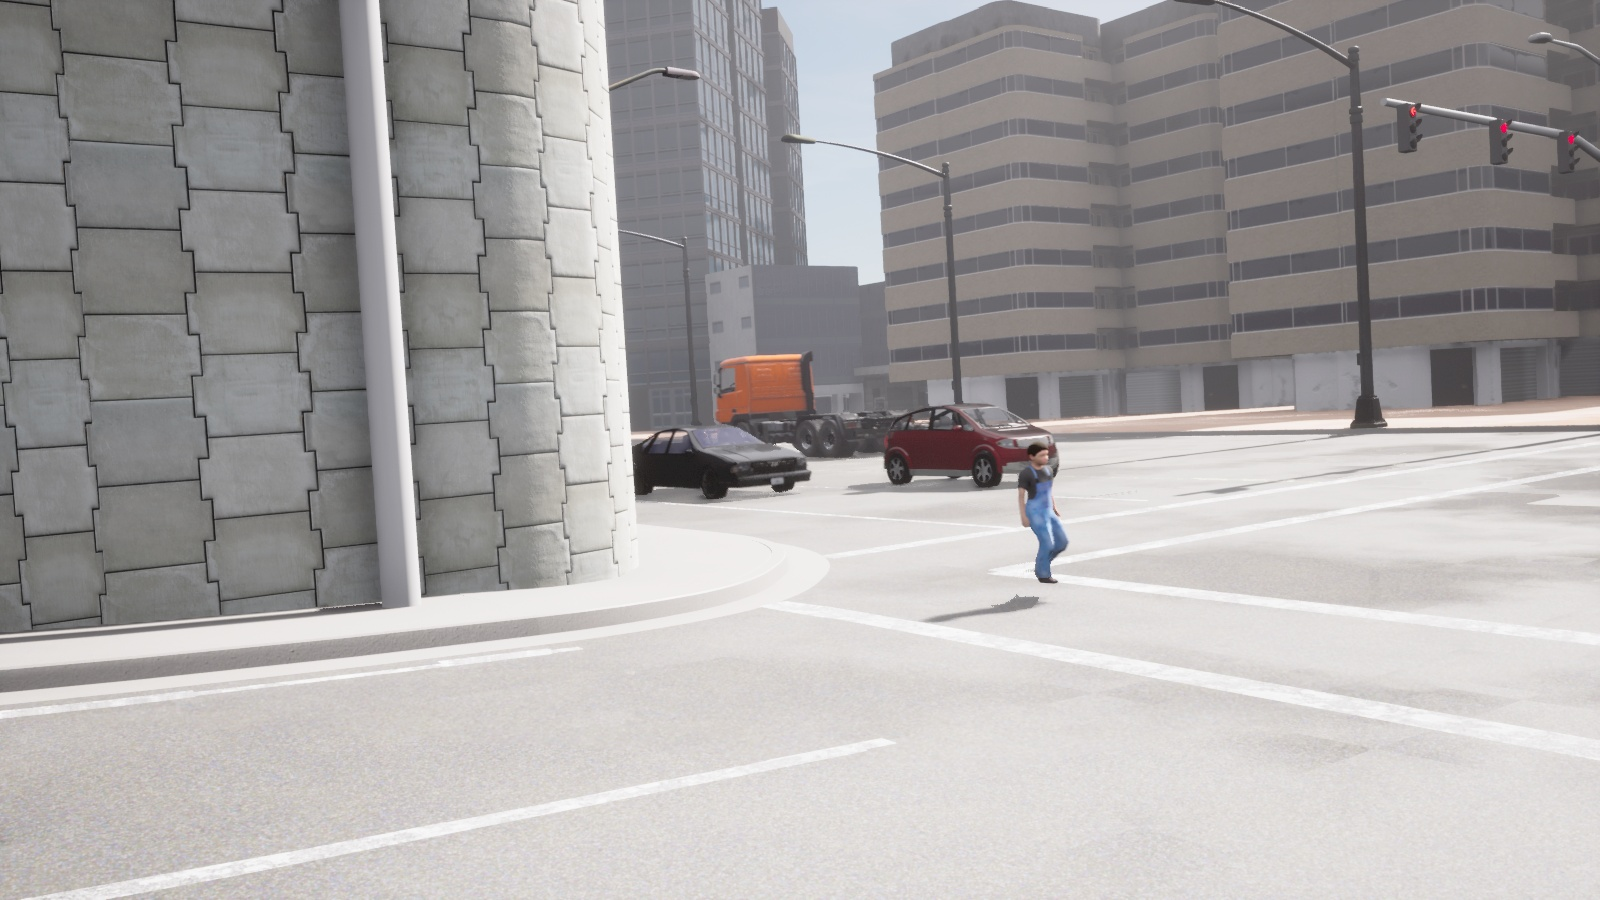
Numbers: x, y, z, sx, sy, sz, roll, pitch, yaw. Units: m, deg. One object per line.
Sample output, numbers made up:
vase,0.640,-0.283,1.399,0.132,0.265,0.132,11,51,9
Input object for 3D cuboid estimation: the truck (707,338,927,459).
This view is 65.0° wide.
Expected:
truck,0.335,-1.567,40.804,2.891,3.462,7.936,-5,3,-35

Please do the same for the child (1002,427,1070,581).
child,2.000,0.447,10.647,0.270,1.263,0.437,-5,3,-34

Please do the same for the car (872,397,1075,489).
car,3.292,-0.134,24.365,1.789,1.549,3.705,-5,2,-34

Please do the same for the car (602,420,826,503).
car,-1.907,0.204,25.759,2.033,1.411,5.357,-5,3,-35
